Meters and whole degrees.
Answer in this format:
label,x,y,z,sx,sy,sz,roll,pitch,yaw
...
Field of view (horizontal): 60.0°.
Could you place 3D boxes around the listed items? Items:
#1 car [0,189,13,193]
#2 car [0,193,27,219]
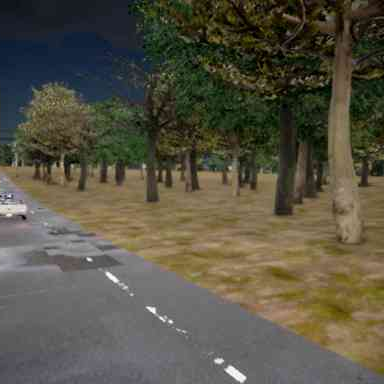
label,x,y,z,sx,sy,sz,roll,pitch,yaw
car,-19.872,0.349,35.020,1.895,1.301,4.718,0,3,-31
car,-11.993,1.000,21.774,1.895,1.301,4.718,0,2,-30
